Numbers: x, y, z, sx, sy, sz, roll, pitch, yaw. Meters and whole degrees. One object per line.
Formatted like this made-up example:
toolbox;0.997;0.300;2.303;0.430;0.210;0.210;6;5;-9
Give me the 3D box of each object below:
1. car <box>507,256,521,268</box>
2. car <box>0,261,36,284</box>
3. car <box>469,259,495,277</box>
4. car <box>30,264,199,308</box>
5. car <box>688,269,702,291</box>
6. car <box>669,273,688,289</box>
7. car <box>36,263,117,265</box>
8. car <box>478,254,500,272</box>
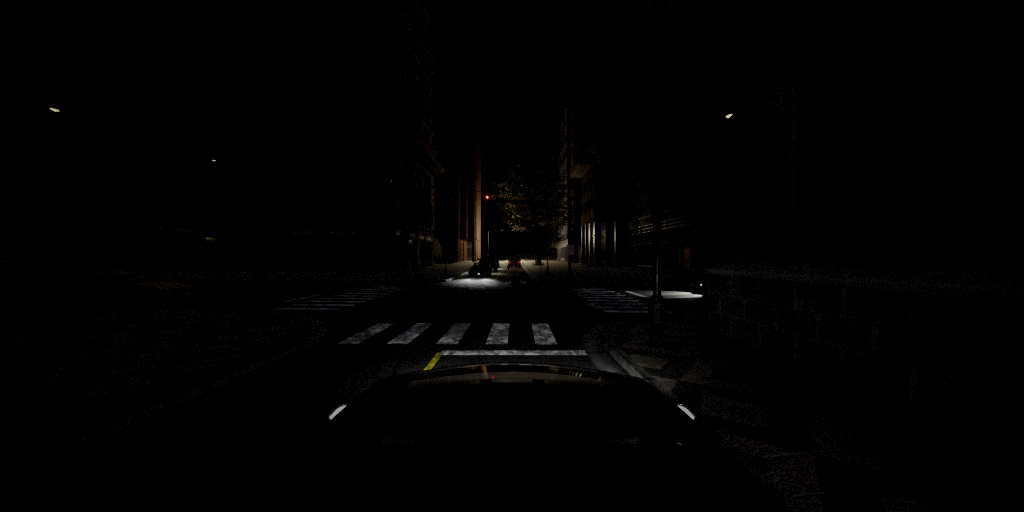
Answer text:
car;0.308;1.069;53.131;1.812;1.442;4.674;0;0;0
car;-31.844;0.974;22.498;4.507;1.381;1.888;0;0;1
car;-2.968;1.275;34.364;1.895;1.301;4.718;0;0;0
car;-14.892;1.146;13.804;4.829;1.417;1.751;0;0;1
car;12.233;1.396;19.397;4.181;1.385;1.994;0;0;1
car;12.006;1.381;22.062;4.403;1.370;2.007;0;0;1
car;-26.227;1.065;22.443;4.313;1.339;1.948;0;0;1
car;-2.930;0.831;44.178;2.150;2.045;5.566;0;0;-1
